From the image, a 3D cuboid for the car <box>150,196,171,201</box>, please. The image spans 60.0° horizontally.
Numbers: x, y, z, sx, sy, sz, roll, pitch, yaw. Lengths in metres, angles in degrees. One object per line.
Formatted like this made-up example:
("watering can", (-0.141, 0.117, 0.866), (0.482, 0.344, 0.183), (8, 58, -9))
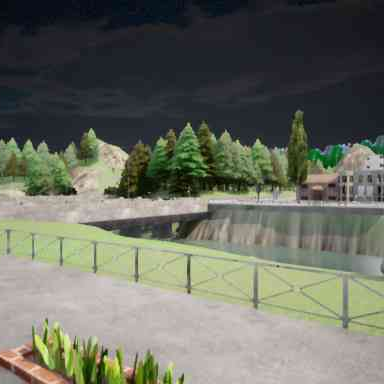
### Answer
("car", (-6.209, 1.560, 65.846), (1.837, 1.490, 4.892), (0, 0, 36))
